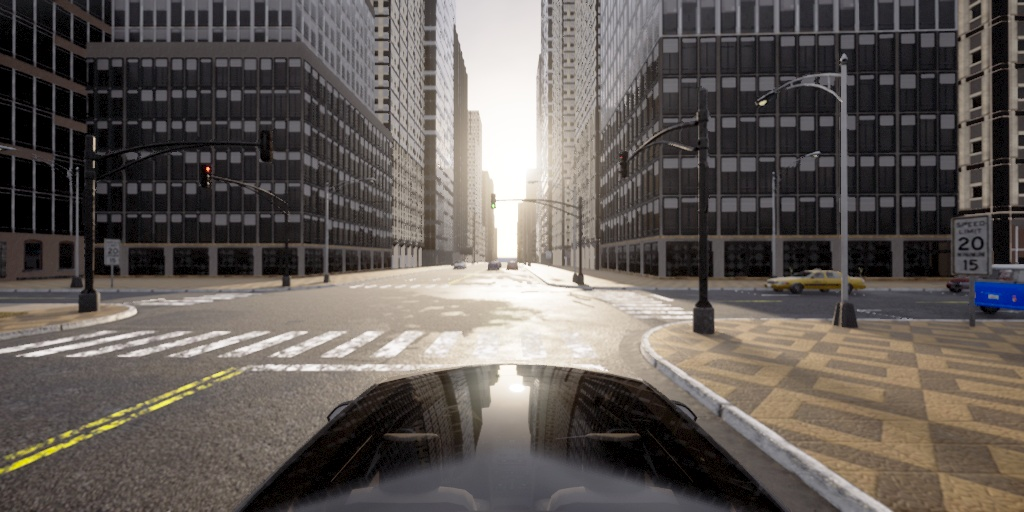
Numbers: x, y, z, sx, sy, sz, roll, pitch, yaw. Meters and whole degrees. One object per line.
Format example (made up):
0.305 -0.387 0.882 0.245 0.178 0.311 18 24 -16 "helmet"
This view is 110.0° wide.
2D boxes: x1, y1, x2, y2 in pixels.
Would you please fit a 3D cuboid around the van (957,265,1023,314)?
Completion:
18.370 1.172 12.231 3.998 1.789 1.690 0 0 2 "van"

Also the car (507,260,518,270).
0.070 1.735 63.425 1.994 1.385 4.181 0 0 0 "car"

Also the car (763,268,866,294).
17.109 1.387 20.404 4.829 1.417 1.751 0 0 2 "car"

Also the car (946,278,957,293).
26.942 1.448 19.908 4.207 1.307 1.802 0 0 2 "car"

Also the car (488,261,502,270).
-3.182 1.641 62.597 1.882 1.535 5.008 0 0 0 "car"
